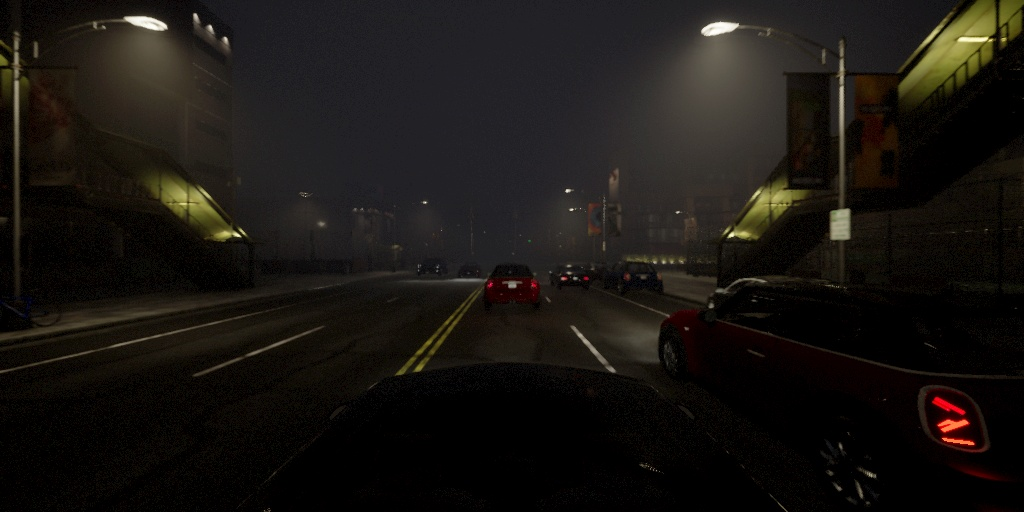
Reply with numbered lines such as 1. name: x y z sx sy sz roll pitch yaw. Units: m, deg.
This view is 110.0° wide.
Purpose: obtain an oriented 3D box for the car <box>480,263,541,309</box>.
1. car: -0.009 1.078 14.884 2.097 1.767 4.553 0 0 -1

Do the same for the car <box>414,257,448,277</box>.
1. car: -7.287 0.858 33.070 2.097 1.767 4.553 0 0 -1

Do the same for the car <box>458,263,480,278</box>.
1. car: -3.787 1.307 33.076 1.994 1.385 4.181 0 0 -1

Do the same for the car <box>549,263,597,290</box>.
1. car: 3.424 1.261 21.993 2.033 1.411 5.357 0 0 -1

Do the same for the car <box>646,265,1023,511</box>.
1. car: 3.578 1.096 4.350 2.097 1.767 4.553 0 0 0
